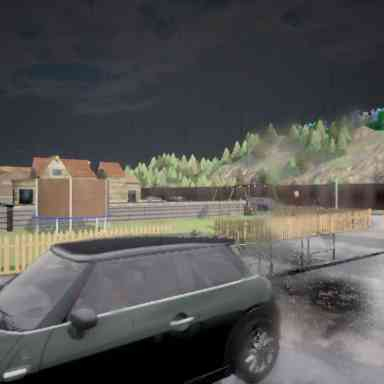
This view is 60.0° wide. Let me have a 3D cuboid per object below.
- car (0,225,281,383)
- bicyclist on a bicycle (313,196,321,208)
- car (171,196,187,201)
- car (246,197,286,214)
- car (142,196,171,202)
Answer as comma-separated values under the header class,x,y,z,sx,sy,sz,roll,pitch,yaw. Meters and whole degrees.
class,x,y,z,sx,sy,sz,roll,pitch,yaw
car,-1.113,1.351,3.802,4.553,1.767,2.097,0,0,-36
bicyclist on a bicycle,15.104,1.332,40.271,1.656,1.620,0.582,0,0,-36
car,-2.696,1.490,57.795,1.837,1.490,4.892,0,0,-35
car,7.974,1.339,35.801,2.097,1.767,4.553,0,0,-36
car,-5.904,1.588,55.244,1.895,1.301,4.718,0,0,-35
